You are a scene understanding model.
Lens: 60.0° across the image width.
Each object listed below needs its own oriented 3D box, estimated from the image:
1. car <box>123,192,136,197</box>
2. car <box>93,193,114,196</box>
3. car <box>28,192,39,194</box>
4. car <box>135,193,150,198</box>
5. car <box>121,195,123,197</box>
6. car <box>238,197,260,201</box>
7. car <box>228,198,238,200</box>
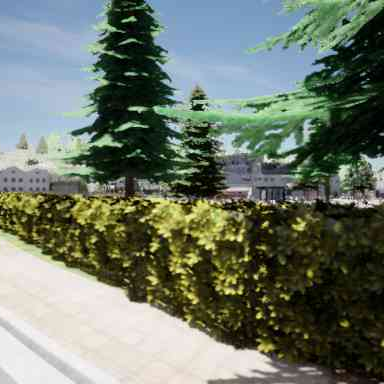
[{"bbox_3d":[-12.383,0.985,75.114,4.605,1.855,1.932,0,0,-39],"label":"car"},{"bbox_3d":[-22.493,1.011,87.133,5.027,1.636,2.152,0,0,-39],"label":"car"},{"bbox_3d":[-38.042,0.944,78.749,4.605,1.855,1.932,0,0,-39],"label":"car"},{"bbox_3d":[-8.565,1.299,58.203,3.806,1.475,1.970,0,0,-39],"label":"car"},{"bbox_3d":[-14.517,0.959,77.129,3.866,1.878,1.905,0,0,-39],"label":"car"},{"bbox_3d":[9.047,1.480,46.089,4.674,1.442,1.812,0,0,-39],"label":"car"},{"bbox_3d":[6.359,1.473,48.481,4.674,1.442,1.812,0,0,-39],"label":"car"}]
